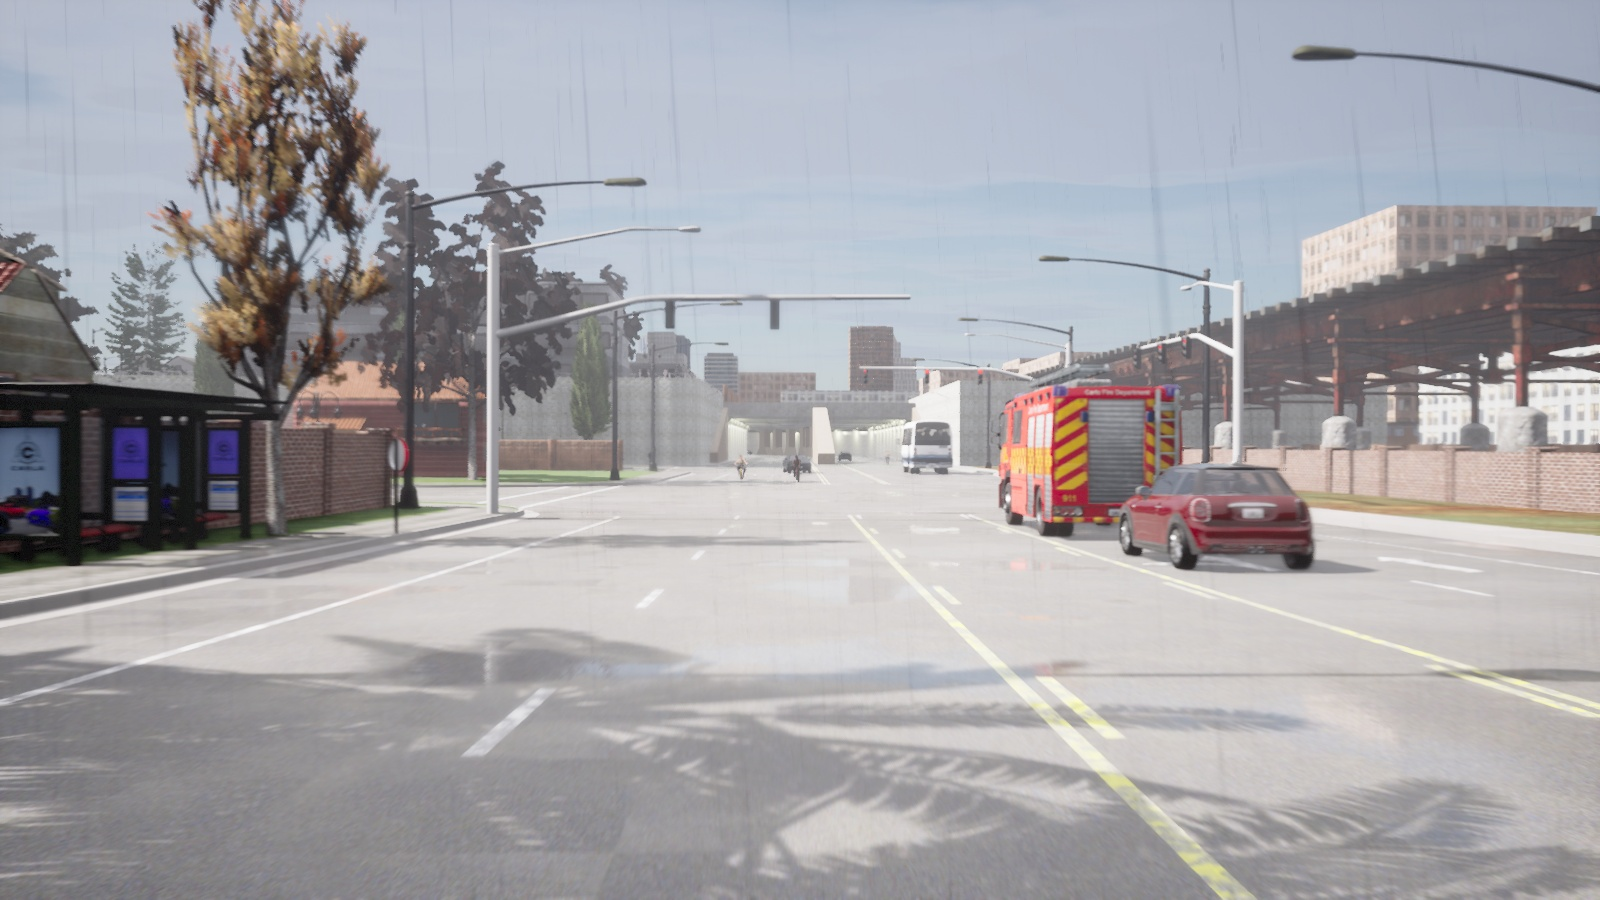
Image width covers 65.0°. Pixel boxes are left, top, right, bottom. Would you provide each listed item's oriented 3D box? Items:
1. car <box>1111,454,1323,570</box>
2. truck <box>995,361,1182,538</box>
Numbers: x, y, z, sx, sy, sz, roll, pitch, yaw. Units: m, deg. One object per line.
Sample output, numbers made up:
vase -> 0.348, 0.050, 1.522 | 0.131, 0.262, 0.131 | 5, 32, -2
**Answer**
car -> 6.946, 0.968, 21.514 | 2.097, 1.767, 4.553 | 0, -1, 0
truck -> 6.885, 0.029, 31.373 | 2.891, 3.827, 8.468 | 0, -1, 1
